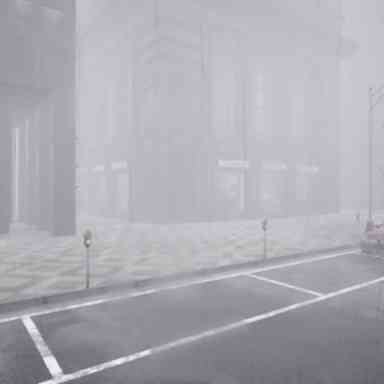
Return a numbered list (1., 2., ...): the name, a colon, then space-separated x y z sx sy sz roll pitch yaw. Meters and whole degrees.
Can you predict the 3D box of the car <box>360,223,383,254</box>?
1. car: 7.930 1.586 12.305 4.206 1.307 1.802 0 0 -35
